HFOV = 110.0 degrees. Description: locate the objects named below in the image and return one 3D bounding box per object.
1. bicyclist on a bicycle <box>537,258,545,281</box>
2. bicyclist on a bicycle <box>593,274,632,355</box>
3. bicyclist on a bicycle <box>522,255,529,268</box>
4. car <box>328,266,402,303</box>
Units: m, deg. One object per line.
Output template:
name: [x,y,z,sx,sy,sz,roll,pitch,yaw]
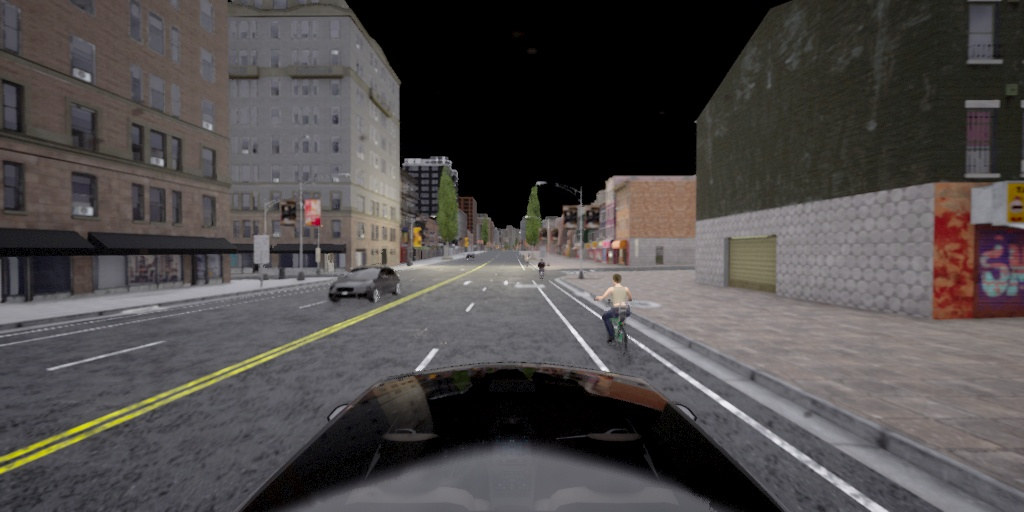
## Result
bicyclist on a bicycle: [2.257,1.058,27.729,0.659,1.776,1.843,0,0,0]
bicyclist on a bicycle: [2.232,1.181,7.724,0.866,1.612,1.509,0,0,0]
bicyclist on a bicycle: [2.263,0.903,53.242,0.866,1.612,1.509,0,1,0]
car: [-6.577,1.232,16.549,1.837,1.490,4.892,0,0,0]
